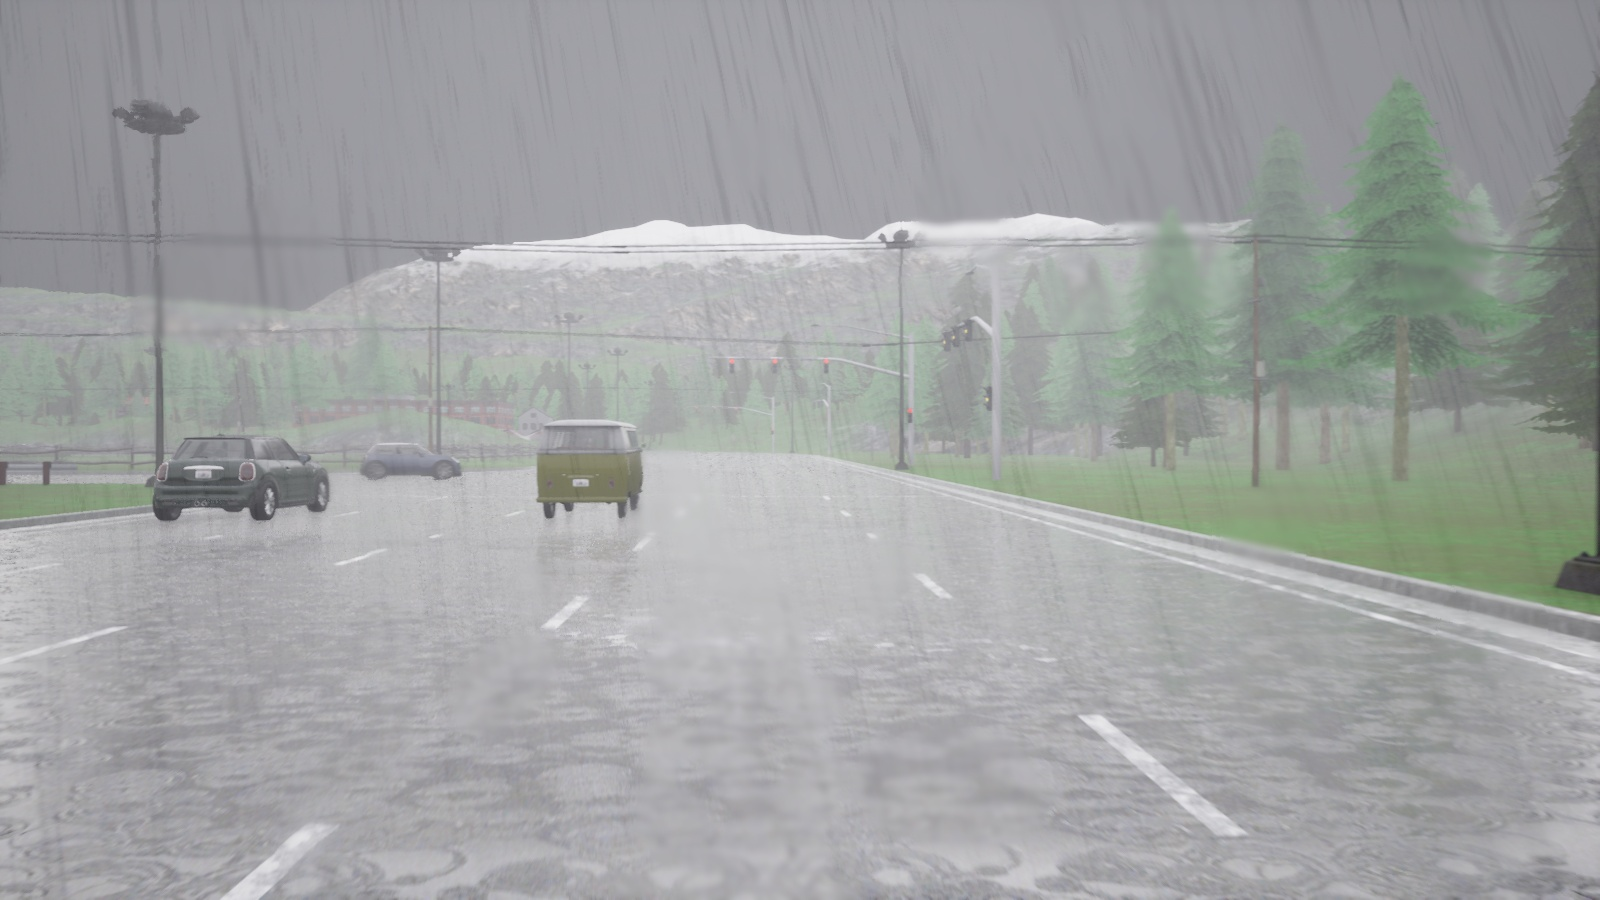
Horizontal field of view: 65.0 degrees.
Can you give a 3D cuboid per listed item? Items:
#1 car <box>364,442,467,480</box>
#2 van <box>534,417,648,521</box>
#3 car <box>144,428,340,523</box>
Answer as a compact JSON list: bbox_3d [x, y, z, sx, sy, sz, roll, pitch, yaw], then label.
[{"bbox_3d":[-15.493,0.424,50.603,3.806,1.475,1.970,0,0,-23],"label":"car"},{"bbox_3d":[-4.253,0.351,26.152,1.775,1.987,4.442,0,0,-2],"label":"van"},{"bbox_3d":[-11.243,0.458,25.700,2.097,1.767,4.553,0,0,-2],"label":"car"}]
